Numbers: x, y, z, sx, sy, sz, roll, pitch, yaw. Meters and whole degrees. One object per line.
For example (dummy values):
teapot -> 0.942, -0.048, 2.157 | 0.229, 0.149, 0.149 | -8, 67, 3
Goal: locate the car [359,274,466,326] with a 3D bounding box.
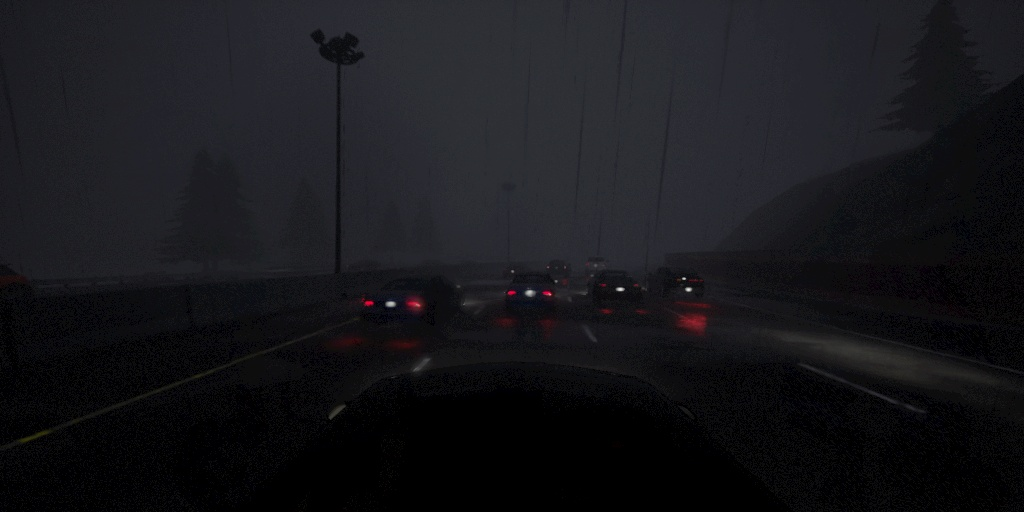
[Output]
car -> -2.922, 1.293, 11.728 | 2.033, 1.411, 5.357 | 0, 0, 5

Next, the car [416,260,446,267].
car -> -10.598, 1.240, 46.305 | 1.837, 1.490, 4.892 | 0, 0, 17

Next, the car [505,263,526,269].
car -> 0.513, 1.331, 33.167 | 1.994, 1.385, 4.181 | 0, 0, 13

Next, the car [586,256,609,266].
car -> 9.204, 1.021, 38.779 | 2.150, 2.045, 5.566 | 0, 0, 16

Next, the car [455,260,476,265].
car -> -6.285, 1.278, 48.329 | 1.812, 1.442, 4.674 | 0, 0, 19

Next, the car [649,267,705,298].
car -> 8.471, 1.292, 18.926 | 1.837, 1.490, 4.892 | 0, 0, 8

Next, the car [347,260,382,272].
car -> -18.374, 1.187, 44.737 | 1.882, 1.535, 5.008 | 0, 0, 16

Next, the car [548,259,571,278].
car -> 4.659, 1.135, 35.364 | 2.097, 1.767, 4.553 | 0, 0, 14

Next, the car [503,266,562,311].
car -> 0.853, 1.307, 14.533 | 2.033, 1.411, 5.357 | 0, 0, 6

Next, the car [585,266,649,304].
car -> 4.650, 1.337, 16.645 | 1.994, 1.385, 4.181 | 0, 0, 6

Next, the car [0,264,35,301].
car -> -20.535, 1.038, 12.531 | 2.097, 1.767, 4.553 | 0, 0, 5
